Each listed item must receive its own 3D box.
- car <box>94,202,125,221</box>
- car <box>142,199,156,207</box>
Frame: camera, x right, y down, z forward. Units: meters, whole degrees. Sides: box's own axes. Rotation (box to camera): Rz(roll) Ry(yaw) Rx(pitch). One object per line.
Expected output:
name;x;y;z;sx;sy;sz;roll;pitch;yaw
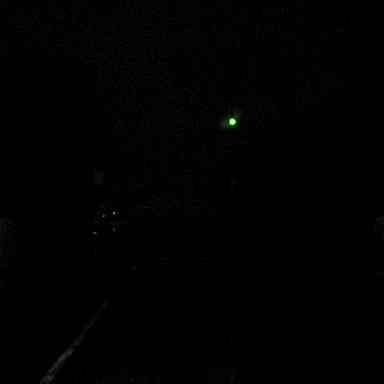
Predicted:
car;-7.029;1.665;28.802;1.837;1.490;4.892;0;0;0
car;-7.089;1.814;54.924;1.994;1.385;4.181;0;0;0
